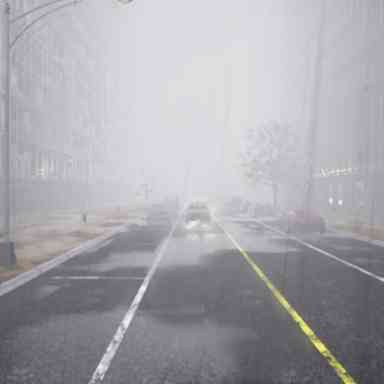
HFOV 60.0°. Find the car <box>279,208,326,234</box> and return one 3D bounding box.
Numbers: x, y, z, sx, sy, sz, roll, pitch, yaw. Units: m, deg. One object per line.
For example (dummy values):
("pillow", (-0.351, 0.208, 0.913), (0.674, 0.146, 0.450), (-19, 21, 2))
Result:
("car", (6.090, 1.561, 18.619), (1.802, 1.307, 4.206), (0, 0, 0))

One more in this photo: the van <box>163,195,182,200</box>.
("van", (-2.247, 1.250, 35.720), (1.690, 1.788, 3.998), (0, 0, 0))

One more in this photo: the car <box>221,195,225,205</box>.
("car", (6.174, 1.313, 52.773), (1.967, 1.590, 4.097), (0, 0, 0))

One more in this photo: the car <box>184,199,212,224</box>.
("car", (0.415, 1.496, 24.836), (2.033, 1.411, 5.357), (0, 0, 0))

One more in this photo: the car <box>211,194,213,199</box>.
("car", (6.272, 1.272, 92.620), (1.947, 1.339, 4.313), (0, 0, 0))

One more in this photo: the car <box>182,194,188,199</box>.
("car", (-2.123, 1.254, 86.954), (1.887, 1.381, 4.507), (0, 0, 0))

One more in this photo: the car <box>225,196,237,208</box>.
("car", (6.161, 1.334, 47.081), (1.967, 1.590, 4.097), (0, 0, 0))

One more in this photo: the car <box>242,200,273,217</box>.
("car", (6.119, 1.502, 30.004), (2.008, 1.369, 4.403), (0, 0, 0))

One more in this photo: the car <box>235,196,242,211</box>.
("car", (6.132, 1.484, 35.696), (2.008, 1.369, 4.403), (0, 0, 0))

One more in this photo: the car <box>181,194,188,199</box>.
("car", (-2.109, 1.264, 92.648), (1.802, 1.307, 4.206), (0, 0, 0))

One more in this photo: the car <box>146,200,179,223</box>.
("car", (-2.276, 1.493, 24.335), (2.008, 1.369, 4.403), (0, 0, 0))

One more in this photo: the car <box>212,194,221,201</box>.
("car", (6.230, 1.329, 75.543), (1.887, 1.381, 4.507), (0, 0, 0))
